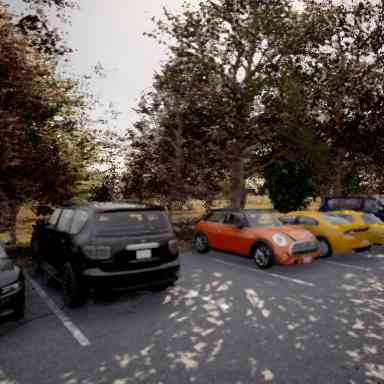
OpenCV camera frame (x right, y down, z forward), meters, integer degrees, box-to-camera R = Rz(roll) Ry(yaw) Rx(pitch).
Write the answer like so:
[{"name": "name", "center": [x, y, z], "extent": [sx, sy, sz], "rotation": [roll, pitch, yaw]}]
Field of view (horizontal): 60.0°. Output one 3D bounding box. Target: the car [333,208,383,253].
[{"name": "car", "center": [4.382, 1.518, 13.179], "extent": [2.097, 1.535, 5.008], "rotation": [0, 0, -36]}]

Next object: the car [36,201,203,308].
[{"name": "car", "center": [-2.448, 1.250, 8.349], "extent": [2.435, 2.045, 5.566], "rotation": [0, 0, -35]}]

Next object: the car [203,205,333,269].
[{"name": "car", "center": [2.093, 1.395, 11.591], "extent": [2.185, 1.767, 4.553], "rotation": [0, 0, -35]}]

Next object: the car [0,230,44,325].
[{"name": "car", "center": [-4.706, 1.479, 6.709], "extent": [2.097, 1.535, 5.008], "rotation": [1, 0, -36]}]

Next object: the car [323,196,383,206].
[{"name": "car", "center": [9.030, 1.251, 16.466], "extent": [2.435, 2.045, 5.566], "rotation": [0, 0, -35]}]

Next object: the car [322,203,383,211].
[{"name": "car", "center": [6.639, 1.507, 15.023], "extent": [1.946, 1.575, 5.366], "rotation": [0, 0, -35]}]
